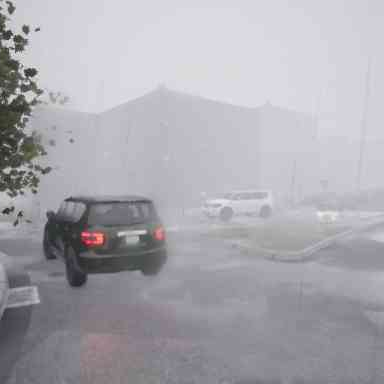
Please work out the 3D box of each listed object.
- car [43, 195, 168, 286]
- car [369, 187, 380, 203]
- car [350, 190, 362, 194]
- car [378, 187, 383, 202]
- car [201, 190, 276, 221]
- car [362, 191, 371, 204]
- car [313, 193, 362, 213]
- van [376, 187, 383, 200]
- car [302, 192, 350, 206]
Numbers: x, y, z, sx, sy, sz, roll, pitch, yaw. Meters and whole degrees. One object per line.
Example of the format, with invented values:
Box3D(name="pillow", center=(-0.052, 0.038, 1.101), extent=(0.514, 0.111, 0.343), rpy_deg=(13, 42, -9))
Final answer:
Box3D(name="car", center=(-2.697, 1.099, 9.436), extent=(2.150, 2.045, 5.566), rpy_deg=(0, 1, -32))
Box3D(name="car", center=(20.961, 0.586, 42.843), extent=(2.185, 1.767, 4.553), rpy_deg=(-1, 1, -41))
Box3D(name="car", center=(16.784, 0.809, 39.249), extent=(2.097, 1.535, 5.008), rpy_deg=(-1, 1, -41))
Box3D(name="car", center=(27.157, 0.297, 48.323), extent=(2.435, 2.045, 5.566), rpy_deg=(-2, 2, -41))
Box3D(name="car", center=(3.391, 0.888, 23.767), extent=(5.566, 2.045, 2.150), rpy_deg=(-1, 1, -27))
Box3D(name="car", center=(18.866, 0.800, 41.055), extent=(2.002, 1.452, 4.674), rpy_deg=(-1, 1, -41))
Box3D(name="car", center=(13.251, 1.072, 30.262), extent=(4.181, 1.385, 1.994), rpy_deg=(-1, 1, -39))
Box3D(name="van", center=(31.408, 0.213, 51.838), extent=(1.878, 1.987, 4.442), rpy_deg=(-2, 2, -41))
Box3D(name="car", center=(14.725, 0.729, 37.404), extent=(2.185, 1.767, 4.553), rpy_deg=(-1, 1, -41))
